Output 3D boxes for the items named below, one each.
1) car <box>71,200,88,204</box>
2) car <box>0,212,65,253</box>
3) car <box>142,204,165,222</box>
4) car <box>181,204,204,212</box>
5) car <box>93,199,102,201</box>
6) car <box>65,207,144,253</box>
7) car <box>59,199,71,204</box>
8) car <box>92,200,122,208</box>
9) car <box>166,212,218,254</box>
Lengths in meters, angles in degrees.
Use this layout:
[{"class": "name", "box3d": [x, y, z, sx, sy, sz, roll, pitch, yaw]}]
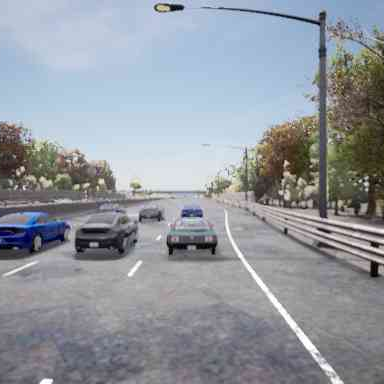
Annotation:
[{"class": "car", "box3d": [-24.488, 2.363, 73.883, 1.895, 1.301, 4.718, 0, -1, 0]}, {"class": "car", "box3d": [-6.991, 1.616, 14.479, 1.882, 1.535, 5.008, 0, 0, 0]}, {"class": "car", "box3d": [-3.491, 1.778, 29.287, 2.128, 1.511, 4.902, 0, 0, 0]}, {"class": "car", "box3d": [0.011, 1.765, 29.472, 1.882, 1.535, 5.008, 0, 0, 0]}, {"class": "car", "box3d": [-20.988, 2.268, 73.914, 1.837, 1.490, 4.892, 0, -1, 0]}, {"class": "car", "box3d": [-3.494, 1.644, 14.294, 1.837, 1.490, 4.892, 0, 0, 0]}, {"class": "car", "box3d": [-27.988, 2.292, 73.915, 1.812, 1.442, 4.674, 0, -1, 0]}, {"class": "car", "box3d": [-6.991, 1.778, 29.283, 2.128, 1.511, 4.902, 0, 0, 0]}, {"class": "car", "box3d": [0.004, 1.735, 14.104, 1.895, 1.301, 4.718, 0, -1, 0]}]
